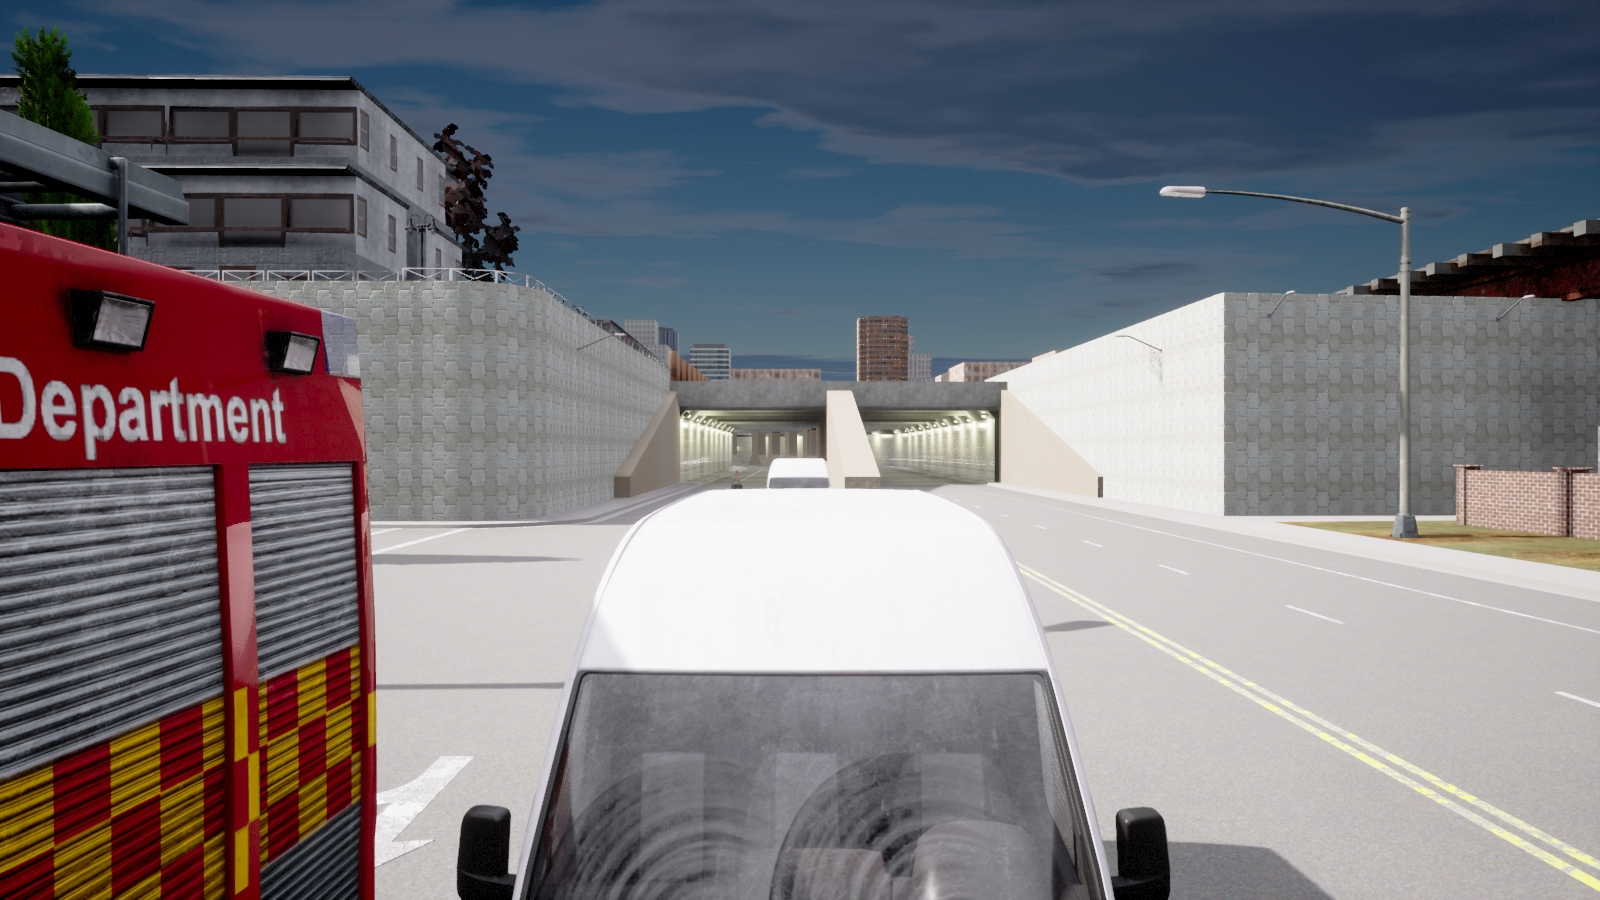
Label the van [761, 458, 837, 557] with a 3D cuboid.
[{"bbox_3d":[-0.032,1.534,32.886,1.988,2.561,5.915,0,0,0],"label":"van"}]

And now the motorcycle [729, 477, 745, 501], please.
[{"bbox_3d":[-3.550,2.169,64.107,0.764,1.277,2.356,0,0,0],"label":"motorcycle"}]

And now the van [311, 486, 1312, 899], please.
[{"bbox_3d":[0.047,1.535,5.225,1.988,2.561,5.915,0,0,1],"label":"van"}]
